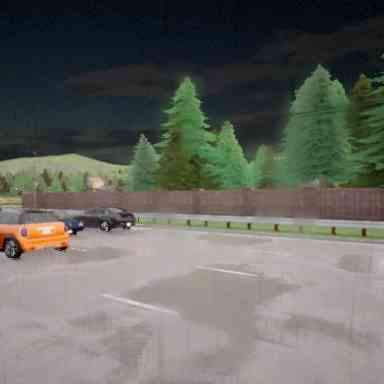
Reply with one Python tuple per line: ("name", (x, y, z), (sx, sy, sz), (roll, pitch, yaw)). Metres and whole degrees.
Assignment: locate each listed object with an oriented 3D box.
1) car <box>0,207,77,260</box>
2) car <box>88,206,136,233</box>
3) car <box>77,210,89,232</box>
("car", (-6.982, 1.474, 13.258), (4.553, 1.767, 2.097), (-1, 0, 36))
("car", (-5.683, 1.660, 20.936), (4.892, 1.490, 1.837), (-1, 0, 36))
("car", (-8.083, 1.760, 18.351), (4.718, 1.301, 1.895), (-1, 0, 36))
